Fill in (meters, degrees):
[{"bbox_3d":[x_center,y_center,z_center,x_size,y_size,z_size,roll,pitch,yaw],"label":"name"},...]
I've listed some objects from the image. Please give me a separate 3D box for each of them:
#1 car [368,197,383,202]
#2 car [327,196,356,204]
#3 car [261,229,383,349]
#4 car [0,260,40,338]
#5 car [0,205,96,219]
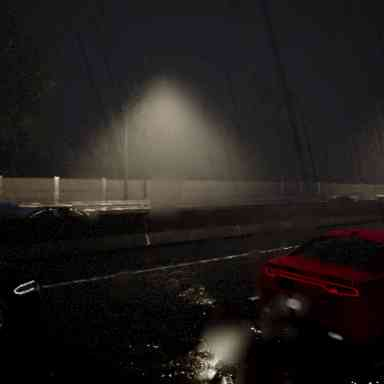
[{"bbox_3d":[24.368,1.317,42.810,4.181,1.385,1.994,0,0,-35],"label":"car"},{"bbox_3d":[19.744,1.295,43.824,4.674,1.442,1.812,0,0,-35],"label":"car"},{"bbox_3d":[3.480,1.439,6.228,5.008,1.535,1.882,-1,0,-35],"label":"car"},{"bbox_3d":[-4.841,1.486,4.596,5.008,1.535,1.882,-1,0,-35],"label":"car"},{"bbox_3d":[-7.048,1.483,16.160,4.892,1.490,1.837,0,0,-35],"label":"car"}]
